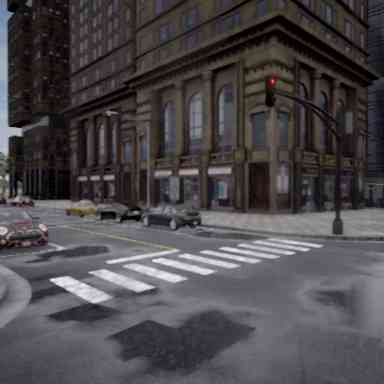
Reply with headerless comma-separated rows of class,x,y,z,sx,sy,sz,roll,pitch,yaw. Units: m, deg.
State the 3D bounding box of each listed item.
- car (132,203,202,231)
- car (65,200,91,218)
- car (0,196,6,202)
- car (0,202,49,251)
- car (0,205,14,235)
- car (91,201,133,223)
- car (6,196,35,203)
car,-1.302,1.426,19.701,2.008,1.369,4.403,-1,1,-43
car,-9.155,1.326,28.111,1.752,1.417,4.829,-1,1,-43
car,-28.382,1.264,48.708,1.802,1.307,4.206,-1,1,-43
car,-7.554,1.403,13.904,1.967,1.590,4.097,-1,1,-43
car,-11.423,1.475,18.050,2.008,1.369,4.403,-1,1,-43
car,-5.171,1.402,23.845,1.947,1.339,4.313,-1,1,-43
car,-20.646,1.160,40.417,1.967,1.590,4.097,-1,1,-43
